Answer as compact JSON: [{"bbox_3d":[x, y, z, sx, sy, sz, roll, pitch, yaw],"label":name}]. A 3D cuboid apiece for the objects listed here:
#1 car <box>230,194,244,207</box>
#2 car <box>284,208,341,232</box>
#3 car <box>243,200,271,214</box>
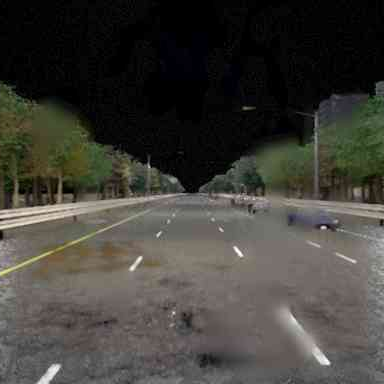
[{"bbox_3d":[6.978,1.513,50.582,2.128,1.511,4.902,0,0,0],"label":"car"},{"bbox_3d":[6.989,1.603,19.882,1.895,1.301,4.718,0,0,0],"label":"car"},{"bbox_3d":[6.982,1.571,34.998,1.994,1.385,4.181,0,0,0],"label":"car"}]
